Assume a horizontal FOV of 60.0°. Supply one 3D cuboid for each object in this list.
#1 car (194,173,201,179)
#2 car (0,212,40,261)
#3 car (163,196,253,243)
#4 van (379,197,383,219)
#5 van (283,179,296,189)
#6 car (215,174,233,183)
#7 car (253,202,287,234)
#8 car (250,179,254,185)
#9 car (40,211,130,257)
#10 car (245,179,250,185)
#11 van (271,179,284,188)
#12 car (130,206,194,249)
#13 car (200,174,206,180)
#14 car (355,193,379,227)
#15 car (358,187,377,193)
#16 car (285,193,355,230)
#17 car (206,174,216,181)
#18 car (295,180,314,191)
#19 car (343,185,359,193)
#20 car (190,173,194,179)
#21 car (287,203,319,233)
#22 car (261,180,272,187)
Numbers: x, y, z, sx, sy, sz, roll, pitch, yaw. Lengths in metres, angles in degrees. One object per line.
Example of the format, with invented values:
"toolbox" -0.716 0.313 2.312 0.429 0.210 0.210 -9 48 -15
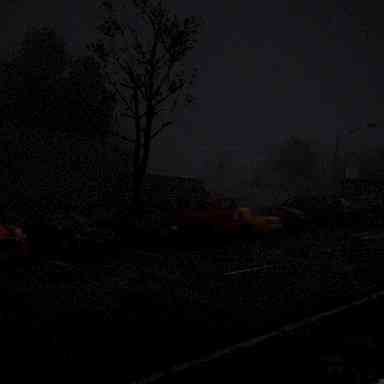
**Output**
"car" 3.394 -4.083 92.177 2.185 1.767 4.553 4 1 33
"car" -7.515 1.367 11.203 4.553 1.767 2.185 -1 -1 34
"car" -0.191 1.249 16.430 5.566 2.045 2.435 -1 -1 34
"van" 12.203 1.298 25.034 4.442 1.987 1.878 -1 -1 35
"van" 20.785 -1.489 67.510 1.878 1.987 4.442 7 4 35
"car" 8.779 -3.174 84.989 1.946 1.575 5.366 7 3 34
"car" 2.126 1.504 18.261 5.366 1.575 1.946 -1 -1 34
"car" 15.640 -2.041 75.026 2.002 1.452 4.674 7 3 35
"car" -5.051 1.495 12.932 4.892 1.521 2.231 -1 -1 34
"car" 13.894 -2.315 77.485 2.002 1.452 4.674 7 3 35
"van" 19.052 -1.762 69.979 1.878 1.987 4.442 7 4 35
"car" -2.633 1.526 14.682 4.792 1.488 2.163 -1 -1 34
"car" 5.127 -3.848 89.709 2.185 1.767 4.553 6 3 34
"car" 9.667 1.269 23.361 5.566 2.045 2.435 -1 -1 35
"car" 29.462 0.138 55.301 2.002 1.452 4.674 7 3 35
"car" 7.156 1.264 21.653 5.566 2.045 2.435 -1 -1 35
"car" 6.925 -3.697 87.246 2.435 2.045 5.566 7 3 34
"car" 22.548 -0.990 65.150 2.231 1.521 4.892 7 3 35
"car" 27.768 -0.424 57.771 2.435 2.045 5.566 7 3 35
"car" 1.619 -4.360 94.522 2.435 2.045 5.566 1 -1 34
"car" 4.731 1.550 19.892 4.674 1.452 2.002 -1 -1 35
"car" 17.474 -1.810 72.708 1.946 1.575 5.366 7 3 35
